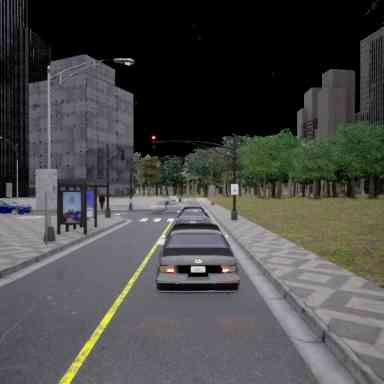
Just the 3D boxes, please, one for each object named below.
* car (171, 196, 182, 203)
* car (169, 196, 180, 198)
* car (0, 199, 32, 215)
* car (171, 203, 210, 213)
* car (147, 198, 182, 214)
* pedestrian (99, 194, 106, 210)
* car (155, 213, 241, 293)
[{"bbox_3d":[-3.085,1.518,67.391,1.895,1.301,4.718,0,0,0],"label":"car"},{"bbox_3d":[-3.130,1.518,45.811,1.994,1.385,4.181,0,0,-1],"label":"car"},{"bbox_3d":[-17.679,1.420,31.259,5.008,1.535,1.882,0,0,1],"label":"car"},{"bbox_3d":[0.071,1.554,19.239,1.994,1.385,4.181,0,0,0],"label":"car"},{"bbox_3d":[-2.269,1.573,34.572,4.718,1.301,1.895,0,0,-42],"label":"car"},{"bbox_3d":[-10.108,1.051,37.307,0.375,1.860,0.375,0,0,1],"label":"pedestrian"},{"bbox_3d":[0.094,1.545,8.961,2.033,1.411,5.357,0,0,-1],"label":"car"}]
